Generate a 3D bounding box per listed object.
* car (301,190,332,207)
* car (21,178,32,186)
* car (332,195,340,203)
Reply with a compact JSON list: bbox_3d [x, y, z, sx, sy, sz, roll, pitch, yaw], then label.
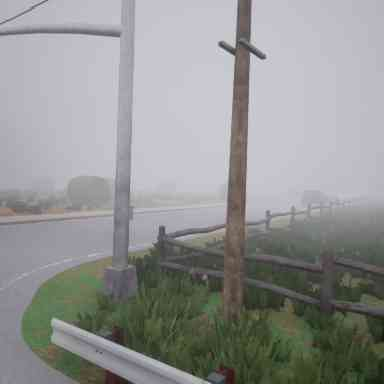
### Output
[{"bbox_3d":[15.455,0.816,41.801,2.150,2.045,5.566,3,2,34],"label":"car"},{"bbox_3d":[-39.128,-2.293,79.215,1.905,1.878,3.866,8,2,-13],"label":"car"},{"bbox_3d":[21.209,1.138,50.697,1.994,1.385,4.181,3,2,33],"label":"car"}]
